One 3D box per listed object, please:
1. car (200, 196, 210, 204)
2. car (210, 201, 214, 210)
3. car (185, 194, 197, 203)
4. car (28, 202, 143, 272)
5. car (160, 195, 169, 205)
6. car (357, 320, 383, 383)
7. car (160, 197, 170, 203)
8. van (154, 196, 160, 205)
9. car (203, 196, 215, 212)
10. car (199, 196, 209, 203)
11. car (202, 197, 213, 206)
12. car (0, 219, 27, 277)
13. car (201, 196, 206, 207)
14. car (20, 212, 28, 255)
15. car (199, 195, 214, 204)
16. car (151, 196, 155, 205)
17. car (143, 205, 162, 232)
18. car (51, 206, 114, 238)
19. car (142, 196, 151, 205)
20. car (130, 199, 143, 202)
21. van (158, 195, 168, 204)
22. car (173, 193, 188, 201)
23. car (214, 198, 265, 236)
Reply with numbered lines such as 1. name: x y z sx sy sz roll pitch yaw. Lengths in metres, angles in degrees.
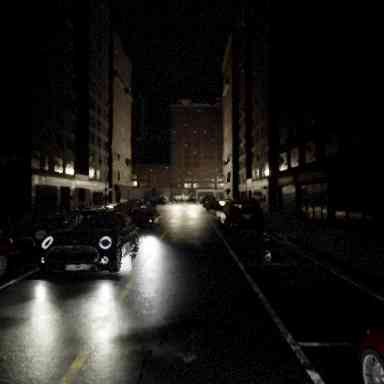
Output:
1. car: 2.617 1.628 67.799 1.967 1.590 4.097 1 0 0
2. car: 2.658 1.581 23.939 2.008 1.369 4.403 1 0 0
3. car: -0.063 1.674 72.316 1.837 1.490 4.892 0 0 0
4. car: -3.101 1.362 10.847 2.097 1.767 4.553 0 0 0
5. car: -5.904 1.730 62.310 1.947 1.339 4.313 1 0 0
6. car: 2.678 1.582 2.009 1.802 1.307 4.206 1 0 0
7. car: -5.914 1.761 73.275 1.887 1.381 4.507 1 0 0
8. van: -5.886 1.435 45.865 1.690 1.788 3.998 1 0 0
9. car: 2.642 1.598 40.555 1.752 1.417 4.829 1 0 0
10. car: 2.612 1.654 73.282 1.967 1.590 4.097 1 0 0
11. car: 2.626 1.663 57.004 1.752 1.417 4.829 1 0 0
12. car: -5.852 1.552 7.490 1.887 1.381 4.507 1 0 0
13. car: 2.636 1.642 45.869 2.008 1.369 4.403 1 0 0
14. car: -5.855 1.454 12.973 1.967 1.590 4.097 1 0 0
15. car: 2.634 1.428 51.351 2.192 1.841 5.009 1 0 0
16. car: -5.882 1.599 40.211 1.752 1.417 4.829 1 0 0
17. car: -3.016 1.691 20.611 1.895 1.301 4.718 0 0 0
18. car: -5.862 1.573 18.454 2.008 1.369 4.403 1 0 0
19. car: -5.877 1.498 34.901 1.967 1.590 4.097 1 0 0
20. car: -5.872 1.588 29.417 1.887 1.381 4.507 1 0 0
21. van: -5.907 1.531 67.793 1.690 1.788 3.998 1 0 0
22. car: -2.753 1.373 87.830 2.150 2.045 5.566 1 0 -37
23. car: 2.666 1.335 18.457 2.192 1.841 5.009 1 0 0
